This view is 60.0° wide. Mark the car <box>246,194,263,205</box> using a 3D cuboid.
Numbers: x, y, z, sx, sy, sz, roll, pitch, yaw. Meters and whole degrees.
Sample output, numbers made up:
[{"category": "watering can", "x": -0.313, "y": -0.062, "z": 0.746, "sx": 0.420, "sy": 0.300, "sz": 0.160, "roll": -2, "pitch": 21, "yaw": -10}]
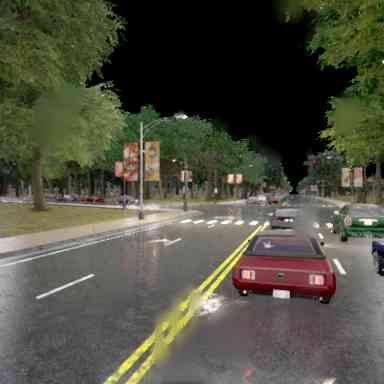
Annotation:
[{"category": "car", "x": 10.724, "y": 1.526, "z": 58.583, "sx": 1.812, "sy": 1.442, "sz": 4.674, "roll": 0, "pitch": 0, "yaw": 22}]

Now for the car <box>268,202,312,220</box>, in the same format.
[{"category": "car", "x": 5.022, "y": 1.503, "z": 17.117, "sx": 1.837, "sy": 1.490, "sz": 4.892, "roll": 0, "pitch": 0, "yaw": 17}]

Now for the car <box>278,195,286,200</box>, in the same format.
[{"category": "car", "x": 24.781, "y": 1.550, "z": 91.339, "sx": 2.033, "sy": 1.411, "sz": 5.357, "roll": 0, "pitch": 0, "yaw": 17}]

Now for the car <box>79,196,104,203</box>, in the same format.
[{"category": "car", "x": -18.093, "y": 1.417, "z": 61.079, "sx": 4.718, "sy": 1.301, "sz": 1.895, "roll": 0, "pitch": 0, "yaw": 41}]

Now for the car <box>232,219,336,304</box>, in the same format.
[{"category": "car", "x": 2.304, "y": 1.600, "z": 8.266, "sx": 1.895, "sy": 1.301, "sz": 4.718, "roll": 0, "pitch": 0, "yaw": 17}]

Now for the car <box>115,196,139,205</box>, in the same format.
[{"category": "car", "x": -10.689, "y": 1.356, "z": 54.768, "sx": 4.902, "sy": 1.511, "sz": 2.128, "roll": 0, "pitch": 0, "yaw": 41}]

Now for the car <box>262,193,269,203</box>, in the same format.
[{"category": "car", "x": 14.579, "y": 1.526, "z": 69.660, "sx": 1.812, "sy": 1.442, "sz": 4.674, "roll": 0, "pitch": 0, "yaw": 17}]

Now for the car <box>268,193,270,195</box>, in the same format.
[{"category": "car", "x": 17.732, "y": 1.228, "z": 79.719, "sx": 2.150, "sy": 2.045, "sz": 5.566, "roll": 0, "pitch": 0, "yaw": 17}]

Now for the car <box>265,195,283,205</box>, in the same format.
[{"category": "car", "x": 14.259, "y": 1.601, "z": 57.970, "sx": 1.895, "sy": 1.301, "sz": 4.718, "roll": 0, "pitch": 0, "yaw": 18}]

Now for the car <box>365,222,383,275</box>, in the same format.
[{"category": "car", "x": 5.410, "y": 1.600, "z": 7.322, "sx": 1.895, "sy": 1.301, "sz": 4.718, "roll": 0, "pitch": 0, "yaw": 17}]

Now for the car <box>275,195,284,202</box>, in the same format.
[{"category": "car", "x": 20.669, "y": 1.527, "z": 78.223, "sx": 1.812, "sy": 1.442, "sz": 4.674, "roll": 0, "pitch": 0, "yaw": 17}]

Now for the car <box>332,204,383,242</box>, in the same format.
[{"category": "car", "x": 8.153, "y": 1.350, "z": 16.233, "sx": 2.097, "sy": 1.767, "sz": 4.553, "roll": 0, "pitch": 0, "yaw": 17}]

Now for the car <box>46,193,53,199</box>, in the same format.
[{"category": "car", "x": -36.589, "y": 1.066, "z": 85.412, "sx": 5.357, "sy": 1.411, "sz": 2.033, "roll": 0, "pitch": 0, "yaw": 40}]

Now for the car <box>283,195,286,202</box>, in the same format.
[{"category": "car", "x": 17.569, "y": 1.541, "z": 68.332, "sx": 2.033, "sy": 1.411, "sz": 5.357, "roll": 0, "pitch": 0, "yaw": 17}]

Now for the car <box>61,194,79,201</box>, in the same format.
[{"category": "car", "x": -28.971, "y": 1.274, "z": 78.932, "sx": 4.181, "sy": 1.385, "sz": 1.994, "roll": 0, "pitch": 0, "yaw": 40}]

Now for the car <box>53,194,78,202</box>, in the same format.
[{"category": "car", "x": -25.810, "y": 1.294, "z": 67.709, "sx": 4.674, "sy": 1.442, "sz": 1.812, "roll": 0, "pitch": 0, "yaw": 40}]

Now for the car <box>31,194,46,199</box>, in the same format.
[{"category": "car", "x": -39.012, "y": 1.246, "z": 83.208, "sx": 4.181, "sy": 1.385, "sz": 1.994, "roll": 0, "pitch": 0, "yaw": 40}]

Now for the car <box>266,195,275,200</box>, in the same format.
[{"category": "car", "x": 21.926, "y": 1.552, "z": 93.106, "sx": 2.033, "sy": 1.411, "sz": 5.357, "roll": 0, "pitch": 0, "yaw": 17}]
